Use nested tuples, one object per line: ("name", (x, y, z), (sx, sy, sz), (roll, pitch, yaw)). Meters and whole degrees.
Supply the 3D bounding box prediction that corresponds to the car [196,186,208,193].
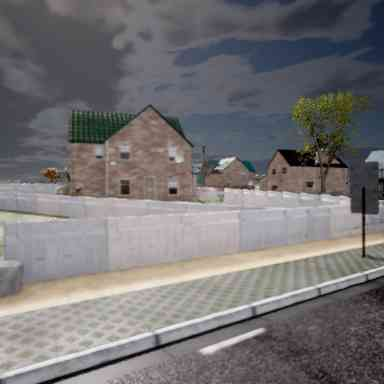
("car", (1.434, -0.459, 62.396), (1.882, 1.535, 5.008), (0, 2, -20))
